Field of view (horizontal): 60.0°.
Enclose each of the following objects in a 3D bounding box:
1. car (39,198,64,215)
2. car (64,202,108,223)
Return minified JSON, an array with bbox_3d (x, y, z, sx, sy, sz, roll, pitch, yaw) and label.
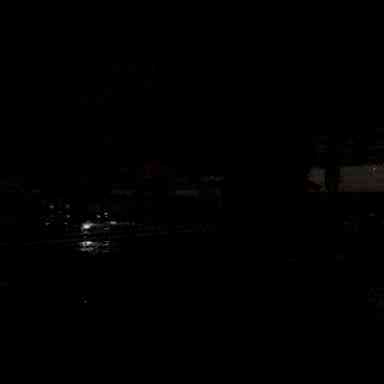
[{"bbox_3d":[-14.424,1.428,34.837,2.097,1.767,4.553,0,0,-37],"label":"car"},{"bbox_3d":[-8.431,1.581,26.863,1.837,1.490,4.892,0,0,-37],"label":"car"}]
